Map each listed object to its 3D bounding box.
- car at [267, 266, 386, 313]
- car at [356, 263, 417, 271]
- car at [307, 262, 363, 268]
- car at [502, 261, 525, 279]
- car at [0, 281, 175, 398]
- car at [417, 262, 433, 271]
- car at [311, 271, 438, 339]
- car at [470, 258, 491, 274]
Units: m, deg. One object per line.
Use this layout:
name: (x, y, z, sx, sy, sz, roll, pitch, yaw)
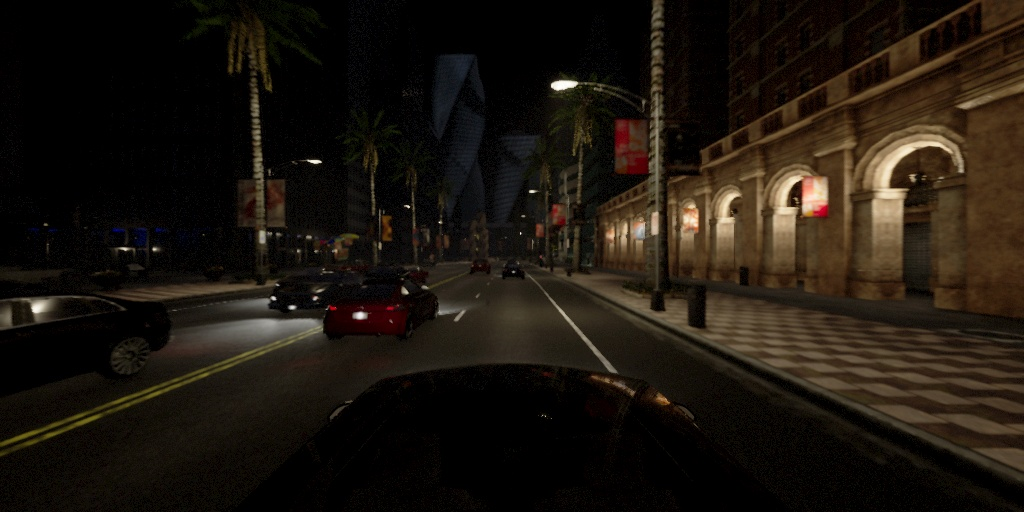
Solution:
car: (-7.067, 1.276, 14.205, 2.033, 1.411, 5.357, 0, 0, 0)
car: (-6.940, 1.206, 19.676, 1.994, 1.385, 4.181, 0, 5, 0)
car: (-10.444, 1.266, 19.562, 2.033, 1.411, 5.357, 0, 0, 0)
car: (0.120, 1.293, 31.856, 1.994, 1.385, 4.181, 0, 0, 0)
car: (-7.099, 1.227, 4.452, 2.128, 1.511, 4.902, 0, 0, 0)
car: (-7.008, 1.338, 24.103, 1.895, 1.301, 4.718, 0, 1, 0)
car: (-3.384, 1.302, 10.003, 1.994, 1.385, 4.181, 0, 0, 0)
car: (-3.446, 1.068, 40.476, 2.097, 1.767, 4.553, 0, 0, 0)
